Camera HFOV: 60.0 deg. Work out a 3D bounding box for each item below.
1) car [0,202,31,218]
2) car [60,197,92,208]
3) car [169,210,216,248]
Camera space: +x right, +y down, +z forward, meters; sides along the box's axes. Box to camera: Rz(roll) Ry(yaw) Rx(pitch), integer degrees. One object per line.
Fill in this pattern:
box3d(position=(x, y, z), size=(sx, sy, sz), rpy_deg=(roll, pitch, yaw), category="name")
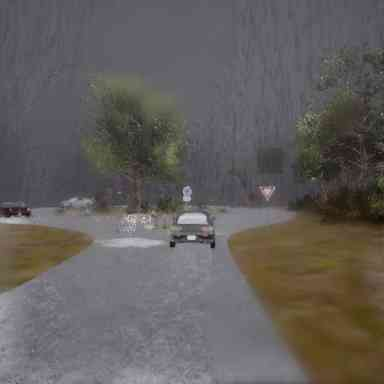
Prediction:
box3d(position=(-16.361, 1.614, 30.562), size=(1.895, 1.301, 4.718), rpy_deg=(0, 0, -40), category="car")
box3d(position=(-16.741, 1.532, 48.228), size=(1.812, 1.442, 4.674), rpy_deg=(0, 0, 38), category="car")
box3d(position=(0.085, 1.530, 14.648), size=(1.812, 1.442, 4.674), rpy_deg=(0, 0, 2), category="car")
